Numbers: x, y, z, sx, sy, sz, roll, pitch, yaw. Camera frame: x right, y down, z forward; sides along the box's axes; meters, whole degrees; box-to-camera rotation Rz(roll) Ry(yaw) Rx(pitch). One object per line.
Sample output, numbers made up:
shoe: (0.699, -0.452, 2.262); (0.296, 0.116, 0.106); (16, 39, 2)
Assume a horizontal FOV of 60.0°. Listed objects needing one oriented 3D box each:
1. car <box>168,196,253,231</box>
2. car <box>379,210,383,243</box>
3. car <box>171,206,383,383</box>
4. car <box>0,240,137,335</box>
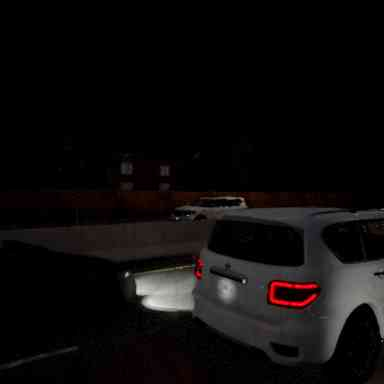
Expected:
car: (1.326, 1.334, 22.147); (5.566, 2.045, 2.150); (1, 0, -36)
car: (11.425, 1.641, 16.278); (4.902, 1.511, 2.128); (1, 0, -36)
car: (2.606, 1.264, 5.606); (5.566, 2.045, 2.150); (1, 0, -36)
car: (-3.096, 1.570, 5.838); (4.181, 1.385, 1.994); (1, 0, -36)
